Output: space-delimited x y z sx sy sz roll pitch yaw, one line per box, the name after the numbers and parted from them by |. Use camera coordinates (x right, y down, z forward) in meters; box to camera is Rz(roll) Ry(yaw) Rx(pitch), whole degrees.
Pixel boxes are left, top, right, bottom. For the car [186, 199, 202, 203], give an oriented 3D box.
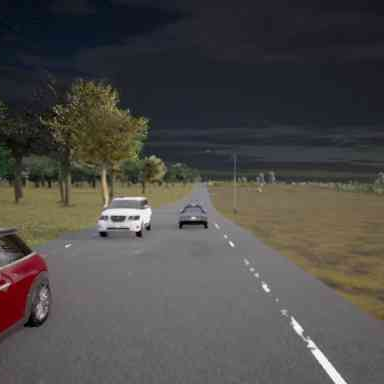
0.274 1.707 42.341 2.097 1.767 4.553 0 -1 1 | car

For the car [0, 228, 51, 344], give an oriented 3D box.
-3.568 1.353 4.036 2.097 1.767 4.553 0 0 0 | car

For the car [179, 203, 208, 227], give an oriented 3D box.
0.086 1.683 23.597 1.994 1.385 4.181 0 -1 0 | car

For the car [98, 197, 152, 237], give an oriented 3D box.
-3.570 1.296 18.791 2.150 2.045 5.566 0 -1 0 | car
